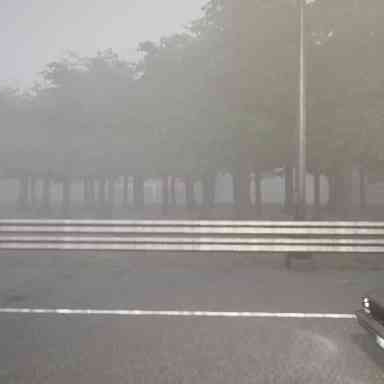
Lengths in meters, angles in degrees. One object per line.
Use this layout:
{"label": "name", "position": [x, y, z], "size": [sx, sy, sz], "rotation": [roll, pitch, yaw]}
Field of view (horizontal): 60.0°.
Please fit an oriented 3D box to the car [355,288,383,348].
{"label": "car", "position": [5.103, 1.557, 4.176], "size": [5.357, 1.411, 2.033], "rotation": [0, 0, 2]}
